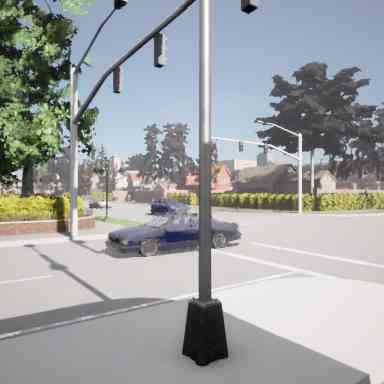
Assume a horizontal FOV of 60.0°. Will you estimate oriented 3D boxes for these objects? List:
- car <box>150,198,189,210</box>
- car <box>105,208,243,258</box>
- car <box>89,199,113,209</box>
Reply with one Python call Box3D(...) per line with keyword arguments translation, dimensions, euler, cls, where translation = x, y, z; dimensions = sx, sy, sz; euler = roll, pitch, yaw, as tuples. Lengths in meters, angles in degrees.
Box3D(translation=(-2.100, 1.353, 30.990), dimensions=(2.097, 1.767, 4.553), euler=(0, 0, -36), cls="car")
Box3D(translation=(-0.527, 1.547, 12.958), dimensions=(5.357, 1.411, 2.033), euler=(0, 0, -32), cls="car")
Box3D(translation=(-12.353, 1.601, 45.158), dimensions=(1.895, 1.301, 4.718), euler=(0, 0, -36), cls="car")
